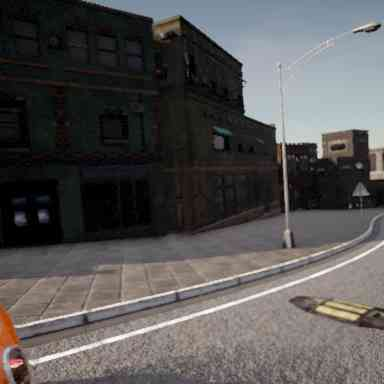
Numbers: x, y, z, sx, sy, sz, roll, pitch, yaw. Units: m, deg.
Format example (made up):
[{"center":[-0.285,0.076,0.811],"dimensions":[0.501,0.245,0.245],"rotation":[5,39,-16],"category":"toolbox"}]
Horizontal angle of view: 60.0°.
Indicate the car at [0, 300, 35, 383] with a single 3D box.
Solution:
[{"center":[-3.381,1.372,1.859],"dimensions":[4.553,1.767,2.097],"rotation":[0,0,-36],"category":"car"}]
